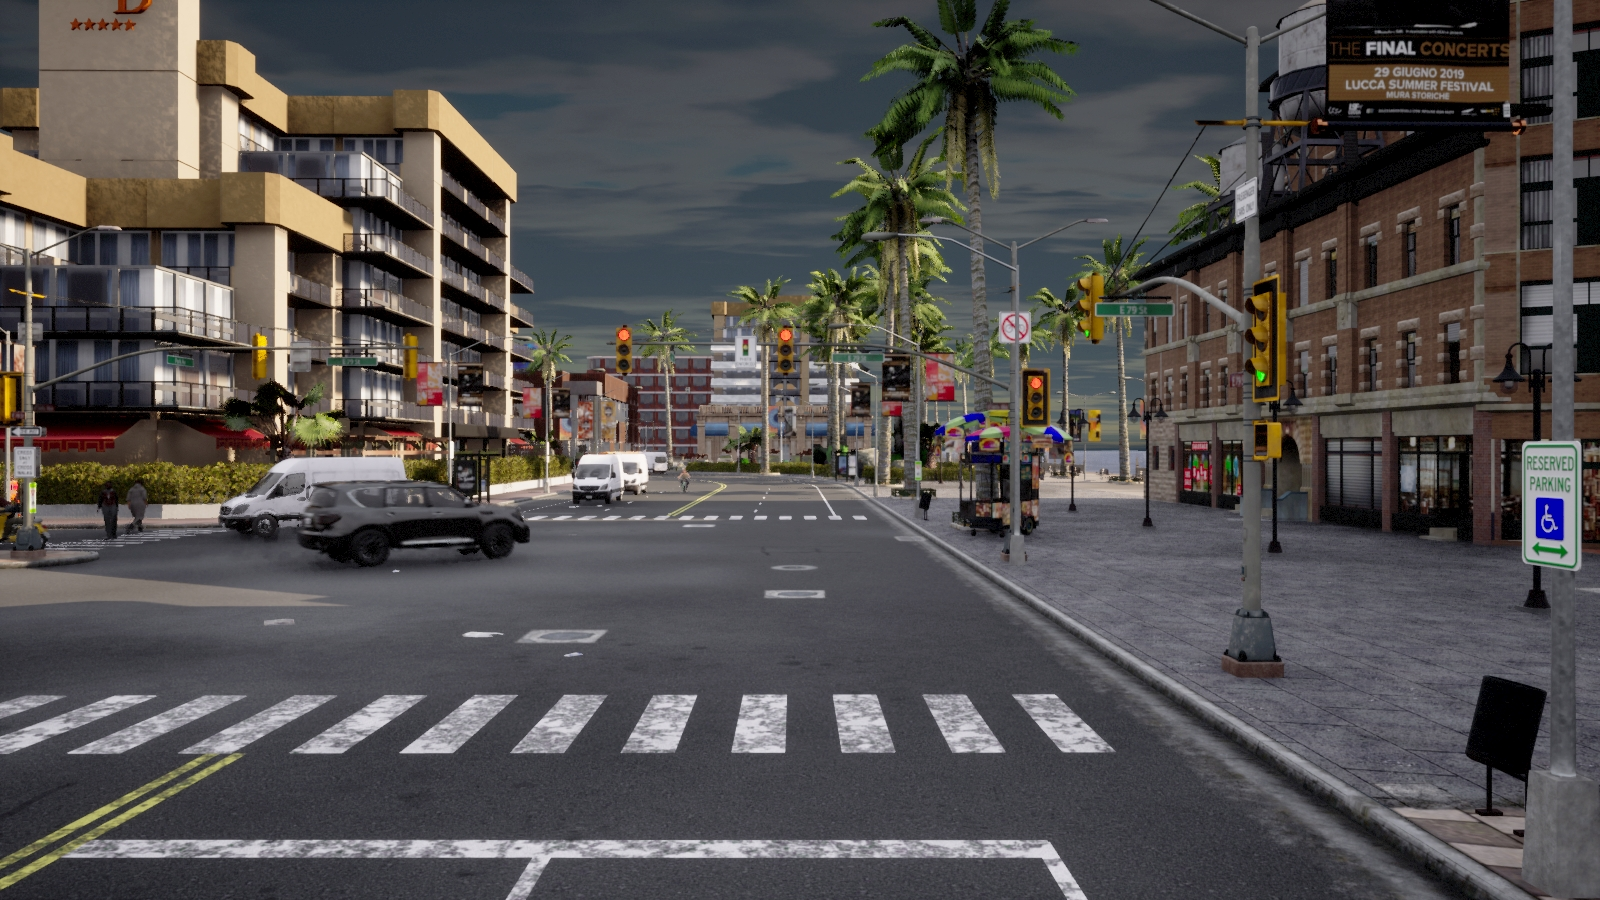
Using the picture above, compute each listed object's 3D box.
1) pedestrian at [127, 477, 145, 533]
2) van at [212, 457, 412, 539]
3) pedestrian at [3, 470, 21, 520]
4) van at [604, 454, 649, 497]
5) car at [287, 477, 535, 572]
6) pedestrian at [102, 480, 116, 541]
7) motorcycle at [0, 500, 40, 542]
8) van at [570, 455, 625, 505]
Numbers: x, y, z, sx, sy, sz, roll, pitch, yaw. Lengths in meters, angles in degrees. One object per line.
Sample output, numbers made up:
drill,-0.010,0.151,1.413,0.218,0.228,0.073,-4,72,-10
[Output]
pedestrian,-22.334,1.848,38.421,0.375,1.860,0.375,0,0,-1
van,-16.430,1.534,38.745,5.915,2.561,1.988,0,0,-44
pedestrian,-29.529,1.697,42.814,0.375,1.860,0.375,0,0,7
van,-10.903,1.534,72.198,1.988,2.561,5.915,0,0,-1
car,-9.759,1.780,28.974,5.566,2.045,2.150,0,1,-40
pedestrian,-21.349,1.849,35.304,0.375,1.860,0.375,0,0,-30
motorcycle,-25.137,2.205,35.668,2.209,1.251,0.867,0,0,-4
van,-10.828,1.534,61.502,1.988,2.561,5.915,0,0,0
